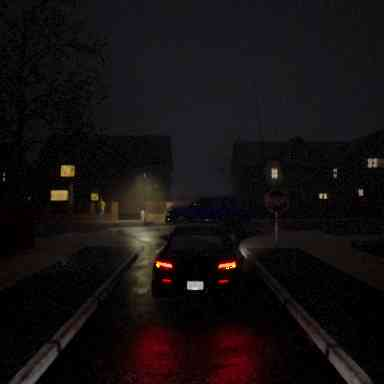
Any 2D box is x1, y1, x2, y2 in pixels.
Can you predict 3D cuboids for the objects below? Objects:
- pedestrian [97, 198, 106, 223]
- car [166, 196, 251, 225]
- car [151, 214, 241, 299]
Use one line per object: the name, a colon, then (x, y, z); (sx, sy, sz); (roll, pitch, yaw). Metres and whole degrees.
pedestrian: (-6.758, 1.347, 24.815); (0.375, 1.860, 0.375); (0, -1, 1)
car: (1.058, 1.285, 21.811); (5.566, 2.045, 2.150); (-1, -1, 1)
car: (0.132, 1.522, 8.310); (1.812, 1.442, 4.674); (0, 0, 2)
